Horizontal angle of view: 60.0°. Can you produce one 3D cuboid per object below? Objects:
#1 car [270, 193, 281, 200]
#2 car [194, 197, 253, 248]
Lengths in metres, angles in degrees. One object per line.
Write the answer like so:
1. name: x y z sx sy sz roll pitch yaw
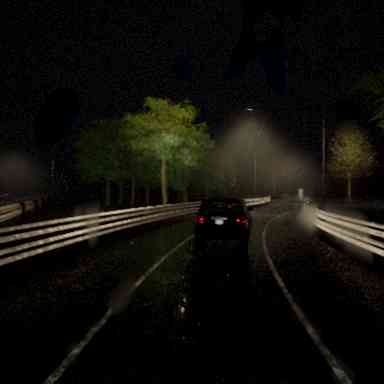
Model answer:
1. car: 22.569 1.204 89.726 2.150 2.045 5.566 0 0 4
2. car: 1.547 1.228 15.180 2.150 2.045 5.566 0 0 11
